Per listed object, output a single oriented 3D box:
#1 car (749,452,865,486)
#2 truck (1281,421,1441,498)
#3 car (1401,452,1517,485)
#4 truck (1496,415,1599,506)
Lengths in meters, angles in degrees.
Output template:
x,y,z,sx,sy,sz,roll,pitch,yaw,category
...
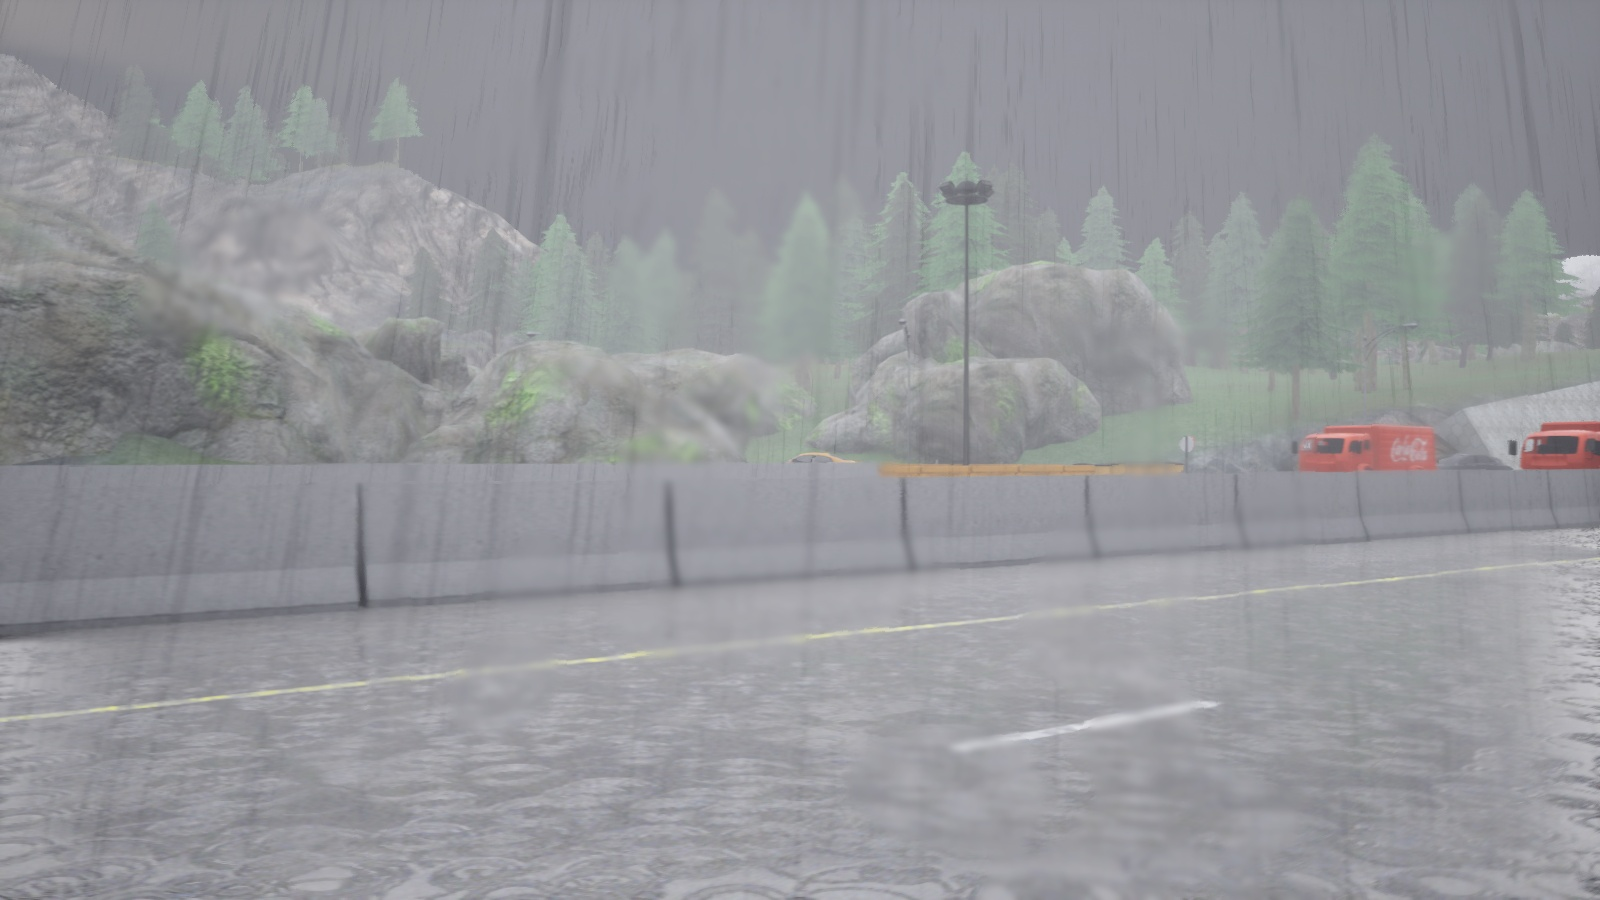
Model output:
x,y,z,sx,sy,sz,roll,pitch,yaw,category
0.331,0.859,57.993,5.008,1.535,1.882,0,0,16,car
18.985,0.328,42.461,5.204,2.467,2.627,0,0,-35,truck
30.338,0.827,57.835,4.892,1.490,1.837,0,0,-18,car
23.032,0.306,36.750,5.204,2.467,2.627,1,-1,-35,truck
